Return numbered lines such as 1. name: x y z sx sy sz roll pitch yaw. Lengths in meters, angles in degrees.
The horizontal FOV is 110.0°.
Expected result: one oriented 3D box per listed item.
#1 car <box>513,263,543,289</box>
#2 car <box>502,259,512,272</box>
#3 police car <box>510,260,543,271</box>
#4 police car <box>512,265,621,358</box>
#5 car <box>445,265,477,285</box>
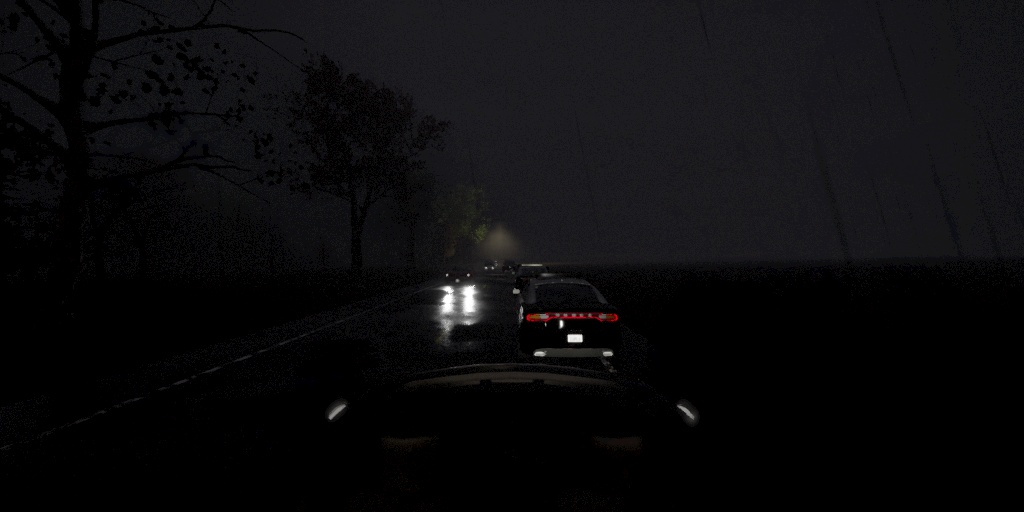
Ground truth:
1. car: 0.992 1.264 24.498 1.837 1.490 4.892 0 0 0
2. car: -0.268 1.345 47.194 1.994 1.385 4.181 0 0 0
3. police car: 1.025 1.181 18.601 1.930 1.638 5.238 0 0 0
4. police car: 1.054 1.176 8.592 1.930 1.638 5.238 0 0 0
5. car: -3.675 1.361 26.325 1.895 1.301 4.718 0 0 0
